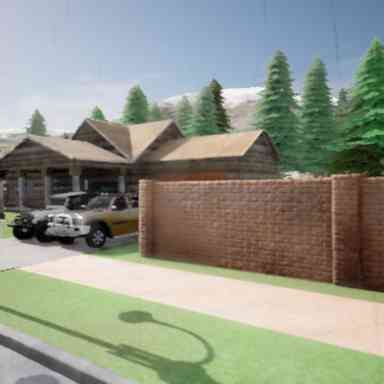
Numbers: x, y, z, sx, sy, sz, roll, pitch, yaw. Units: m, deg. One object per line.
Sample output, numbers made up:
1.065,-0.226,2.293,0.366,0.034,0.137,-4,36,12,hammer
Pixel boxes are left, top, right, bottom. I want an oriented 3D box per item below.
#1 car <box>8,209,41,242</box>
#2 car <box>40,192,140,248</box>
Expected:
-5.403,0.960,14.057,1.905,1.878,3.866,0,1,34,car
-3.097,0.948,12.981,1.932,1.855,4.605,0,1,34,car
